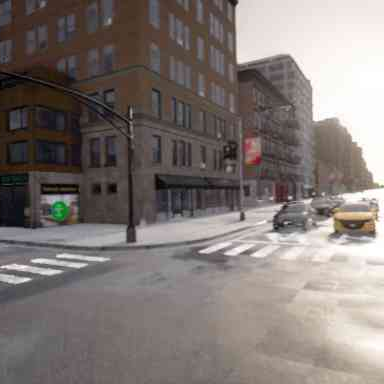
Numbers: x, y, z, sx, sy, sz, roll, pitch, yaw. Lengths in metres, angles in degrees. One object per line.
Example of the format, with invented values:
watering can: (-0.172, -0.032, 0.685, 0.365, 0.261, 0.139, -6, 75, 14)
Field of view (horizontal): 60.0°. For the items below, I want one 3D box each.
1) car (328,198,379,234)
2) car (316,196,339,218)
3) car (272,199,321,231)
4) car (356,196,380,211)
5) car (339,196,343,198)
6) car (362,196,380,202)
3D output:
car: (8.920, 1.300, 18.133, 1.882, 1.535, 5.008, -1, 0, 30)
car: (10.902, 1.269, 28.183, 1.882, 1.535, 5.008, -1, 0, 30)
car: (6.210, 1.395, 19.940, 1.837, 1.490, 4.892, -1, 0, 30)
car: (18.616, 1.164, 35.055, 2.033, 1.411, 5.357, -1, 0, 30)
car: (15.951, 1.175, 36.945, 2.128, 1.511, 4.902, -1, 0, 30)
car: (13.346, 1.293, 25.916, 1.994, 1.385, 4.181, -1, 0, 29)
